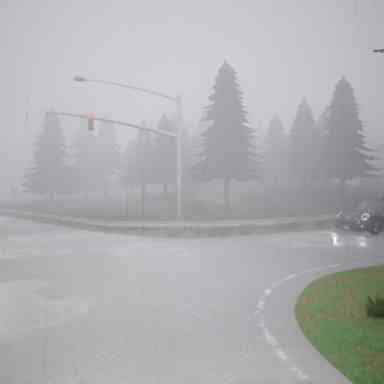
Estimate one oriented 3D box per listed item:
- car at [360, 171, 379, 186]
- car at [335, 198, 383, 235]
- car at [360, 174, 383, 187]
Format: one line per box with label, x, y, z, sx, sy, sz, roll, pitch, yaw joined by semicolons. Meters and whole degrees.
car;27.490;-2.199;51.729;2.150;2.045;5.566;0;5;24
car;9.759;1.114;17.383;4.553;1.767;2.097;-2;1;-21
car;22.695;-1.198;40.475;2.150;2.045;5.566;0;4;-1
